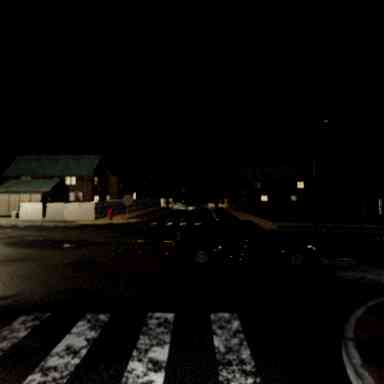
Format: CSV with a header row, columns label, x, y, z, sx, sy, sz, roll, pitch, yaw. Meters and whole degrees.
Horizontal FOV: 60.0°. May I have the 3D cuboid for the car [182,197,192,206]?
label,x,y,z,sx,sy,sz,roll,pitch,yaw
car,-1.008,1.896,69.384,2.097,1.767,4.553,0,-1,2

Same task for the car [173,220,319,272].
label,x,y,z,sx,sy,sz,roll,pitch,yaw
car,1.705,1.655,10.957,4.674,1.442,1.812,1,-1,8
